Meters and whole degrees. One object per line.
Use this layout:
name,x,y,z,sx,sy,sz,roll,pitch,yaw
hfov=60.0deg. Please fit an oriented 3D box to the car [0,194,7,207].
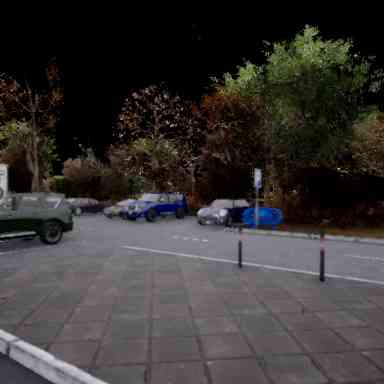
car,-25.722,1.049,40.597,2.097,1.535,5.008,1,0,35

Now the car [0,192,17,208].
car,-23.386,0.947,39.009,2.185,1.767,4.553,1,0,35

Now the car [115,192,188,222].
car,-2.531,1.029,24.486,2.435,2.045,5.566,1,0,35

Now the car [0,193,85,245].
car,-7.199,1.053,12.423,2.435,2.045,5.566,0,0,35

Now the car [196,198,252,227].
car,2.198,1.187,21.165,2.185,1.767,4.553,1,1,35

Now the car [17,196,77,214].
car,-14.023,1.168,32.475,2.097,1.535,5.008,1,0,35

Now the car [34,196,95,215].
car,-11.703,1.192,30.866,2.097,1.535,5.008,1,0,35

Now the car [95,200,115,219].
car,-4.732,1.262,26.053,2.231,1.521,4.892,1,0,35

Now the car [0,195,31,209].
car,-21.087,1.096,37.372,2.097,1.535,5.008,1,0,35

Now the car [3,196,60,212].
car,-16.325,1.174,34.112,2.163,1.488,4.792,1,0,35

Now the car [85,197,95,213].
car,-9.381,1.217,29.259,2.231,1.521,4.892,1,0,35

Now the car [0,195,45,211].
car,-18.761,1.120,35.771,2.097,1.535,5.008,1,0,35
